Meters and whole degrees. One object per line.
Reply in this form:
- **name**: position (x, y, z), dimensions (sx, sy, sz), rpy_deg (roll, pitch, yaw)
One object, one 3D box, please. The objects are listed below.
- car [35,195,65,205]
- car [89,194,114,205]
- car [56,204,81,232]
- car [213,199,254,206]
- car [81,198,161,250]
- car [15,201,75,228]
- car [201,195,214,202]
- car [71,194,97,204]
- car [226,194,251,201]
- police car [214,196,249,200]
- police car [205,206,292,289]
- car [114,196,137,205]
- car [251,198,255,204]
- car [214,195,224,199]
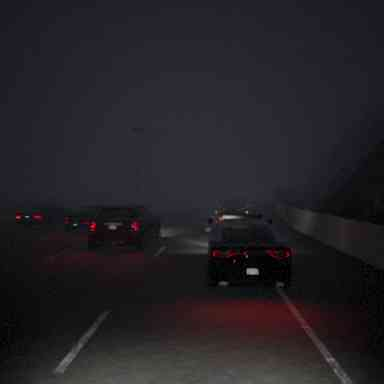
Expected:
- **car**: position (-23.607, 1.363, 55.548), dimensions (1.882, 1.535, 5.008), rpy_deg (0, 0, 16)
- **car**: position (-15.618, 1.234, 57.912), dimensions (2.097, 1.767, 4.553), rpy_deg (0, 0, 17)
- **car**: position (-5.705, 1.485, 19.406), dimensions (1.812, 1.442, 4.674), rpy_deg (0, 0, 7)
- **car**: position (2.210, 1.417, 18.531), dimensions (1.801, 1.575, 5.366), rpy_deg (0, 0, 6)
- **car**: position (-2.697, 1.323, 14.351), dimensions (2.097, 1.767, 4.553), rpy_deg (0, 0, 6)
- **car**: position (-9.193, 1.502, 21.897), dimensions (2.033, 1.411, 5.357), rpy_deg (0, 0, 9)
- **car**: position (3.345, 1.335, 69.959), dimensions (1.882, 1.535, 5.008), rpy_deg (0, 0, 20)
- **car**: position (-19.003, 1.232, 58.810), dimensions (2.097, 1.767, 4.553), rpy_deg (0, 0, 17)
- **car**: position (6.485, 1.397, 46.162), dimensions (2.128, 1.511, 4.902), rpy_deg (0, 0, 17)
- **police car**: position (2.907, 1.377, 23.898), dimensions (1.930, 1.638, 5.238), rpy_deg (0, 0, 8)
- **police car**: position (1.390, 1.406, 9.333), dimensions (1.930, 1.638, 5.238), rpy_deg (0, 0, 4)
- **car**: position (-11.654, 1.385, 58.896), dimensions (1.837, 1.490, 4.892), rpy_deg (0, 0, 18)
- **car**: position (9.307, 1.450, 55.868), dimensions (1.994, 1.385, 4.181), rpy_deg (0, 0, 20)
- **car**: position (6.889, 1.348, 69.398), dimensions (2.128, 1.511, 4.902), rpy_deg (0, 0, 20)
